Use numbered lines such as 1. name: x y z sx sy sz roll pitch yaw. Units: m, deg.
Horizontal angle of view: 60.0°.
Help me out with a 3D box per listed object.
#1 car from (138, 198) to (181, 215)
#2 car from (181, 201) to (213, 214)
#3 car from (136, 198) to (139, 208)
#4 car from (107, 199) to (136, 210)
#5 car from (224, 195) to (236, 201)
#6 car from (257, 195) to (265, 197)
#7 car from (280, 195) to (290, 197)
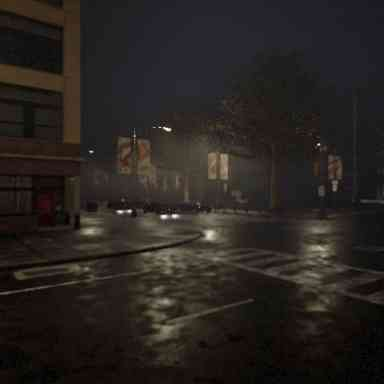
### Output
1. car: -3.400 1.551 34.095 1.994 1.385 4.181 0 0 -36
2. car: 0.092 1.585 35.229 1.895 1.301 4.718 0 0 -36
3. car: -6.648 1.546 44.644 1.994 1.385 4.181 0 0 -36
4. car: -9.283 1.550 42.311 1.994 1.385 4.181 0 0 -35
5. car: 8.181 1.375 76.914 2.161 1.482 4.786 0 0 -36
6. car: 17.832 1.417 83.365 1.895 1.301 4.718 0 0 -36
7. car: 18.659 1.280 69.432 2.002 1.452 4.674 0 0 -36
